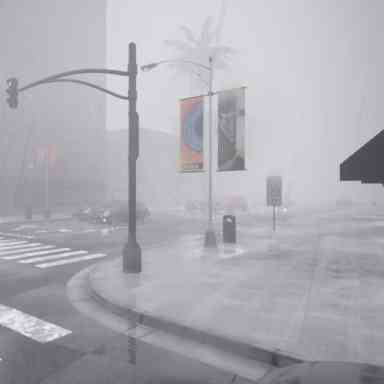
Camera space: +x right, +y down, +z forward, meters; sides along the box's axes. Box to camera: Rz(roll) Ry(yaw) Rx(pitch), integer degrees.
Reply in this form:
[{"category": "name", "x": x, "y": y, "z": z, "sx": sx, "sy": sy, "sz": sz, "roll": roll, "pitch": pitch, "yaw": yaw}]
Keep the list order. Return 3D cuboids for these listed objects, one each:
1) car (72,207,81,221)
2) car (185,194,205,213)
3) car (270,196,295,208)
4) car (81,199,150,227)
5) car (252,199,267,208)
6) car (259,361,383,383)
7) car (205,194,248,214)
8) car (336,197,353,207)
[{"category": "car", "x": -7.121, "y": 1.373, "z": 26.151, "sx": 2.097, "sy": 1.767, "sz": 4.553, "roll": 0, "pitch": 0, "yaw": 35}, {"category": "car", "x": 1.519, "y": 1.271, "z": 38.384, "sx": 2.150, "sy": 2.045, "sz": 5.566, "roll": 0, "pitch": 0, "yaw": 36}, {"category": "car", "x": 13.935, "y": 1.444, "z": 50.171, "sx": 2.097, "sy": 1.767, "sz": 4.553, "roll": 0, "pitch": 0, "yaw": 35}, {"category": "car", "x": -5.069, "y": 1.375, "z": 23.424, "sx": 2.097, "sy": 1.767, "sz": 4.553, "roll": 0, "pitch": 0, "yaw": 35}, {"category": "car", "x": 10.989, "y": 1.689, "z": 51.643, "sx": 1.895, "sy": 1.301, "sz": 4.718, "roll": 0, "pitch": 0, "yaw": 35}, {"category": "car", "x": 2.166, "y": 1.551, "z": 1.301, "sx": 4.403, "sy": 1.369, "sz": 2.008, "roll": 0, "pitch": 0, "yaw": 36}, {"category": "car", "x": 4.161, "y": 1.278, "z": 36.485, "sx": 2.150, "sy": 2.045, "sz": 5.566, "roll": 0, "pitch": -1, "yaw": 35}, {"category": "car", "x": 24.754, "y": 1.620, "z": 54.046, "sx": 2.128, "sy": 1.511, "sz": 4.902, "roll": 0, "pitch": 0, "yaw": 35}]
